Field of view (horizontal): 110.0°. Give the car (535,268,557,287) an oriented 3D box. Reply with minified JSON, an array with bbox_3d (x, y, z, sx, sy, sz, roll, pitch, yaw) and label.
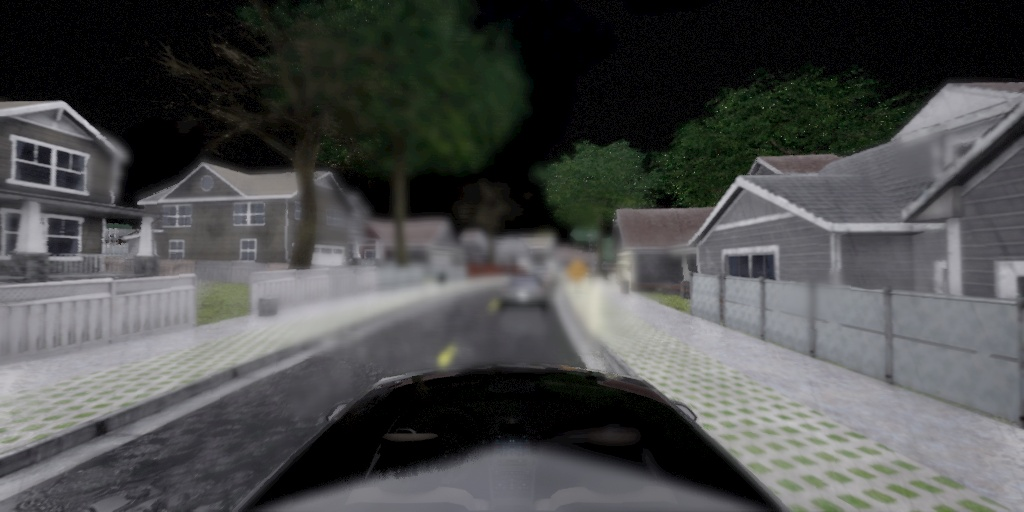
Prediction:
[{"bbox_3d":[2.545,1.707,29.004,2.033,1.411,5.357,0,-1,12],"label":"car"}]

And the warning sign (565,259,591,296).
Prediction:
[{"bbox_3d":[3.414,1.069,18.428,1.300,1.860,1.060,0,0,7],"label":"warning sign"}]

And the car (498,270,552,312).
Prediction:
[{"bbox_3d":[0.611,1.475,15.312,1.994,1.385,4.181,0,-1,6],"label":"car"}]
